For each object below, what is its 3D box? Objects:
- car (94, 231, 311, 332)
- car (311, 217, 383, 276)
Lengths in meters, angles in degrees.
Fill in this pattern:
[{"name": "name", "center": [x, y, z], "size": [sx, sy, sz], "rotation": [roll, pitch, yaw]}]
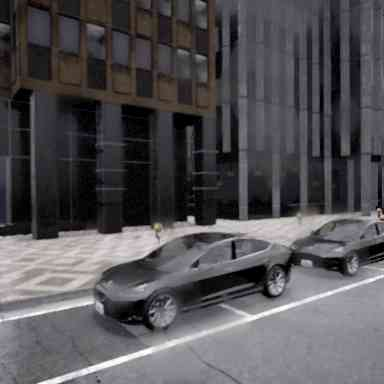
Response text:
[{"name": "car", "center": [0.231, 1.539, 6.817], "size": [4.313, 1.339, 1.947], "rotation": [0, 0, -36]}, {"name": "car", "center": [4.819, 1.501, 10.092], "size": [4.313, 1.339, 1.947], "rotation": [0, 0, -36]}]
